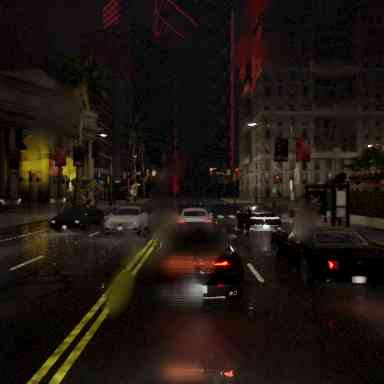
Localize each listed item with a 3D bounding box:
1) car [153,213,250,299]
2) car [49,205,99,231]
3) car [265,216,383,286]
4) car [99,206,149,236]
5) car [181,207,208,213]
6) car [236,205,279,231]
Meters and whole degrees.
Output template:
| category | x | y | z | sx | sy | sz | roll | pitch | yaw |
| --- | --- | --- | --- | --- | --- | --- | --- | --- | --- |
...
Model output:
| category | x | y | z | sx | sy | sz | roll | pitch | yaw |
| --- | --- | --- | --- | --- | --- | --- | --- | --- | --- |
| car | 0.122 | 1.505 | 8.398 | 1.837 | 1.490 | 4.892 | 0 | 0 | 0 |
| car | -6.986 | 1.547 | 20.922 | 2.033 | 1.411 | 5.357 | 0 | 0 | 0 |
| car | 3.616 | 1.601 | 9.397 | 1.895 | 1.301 | 4.718 | 0 | 0 | 0 |
| car | -3.515 | 1.525 | 18.692 | 1.812 | 1.442 | 4.674 | 0 | 0 | 1 |
| car | 0.122 | 1.524 | 17.498 | 1.812 | 1.442 | 4.674 | 0 | 0 | 0 |
| car | 3.627 | 1.491 | 18.664 | 2.128 | 1.511 | 4.902 | 0 | 0 | 0 |
